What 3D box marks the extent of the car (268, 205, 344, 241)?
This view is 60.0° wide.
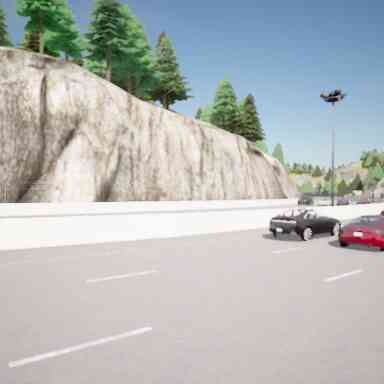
[{"bbox_3d":[6.045,1.637,17.531,4.902,1.511,2.128,1,0,-40],"label":"car"}]

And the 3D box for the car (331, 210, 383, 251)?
[{"bbox_3d":[8.309,1.710,14.860,4.181,1.385,1.994,1,0,-40],"label":"car"}]
